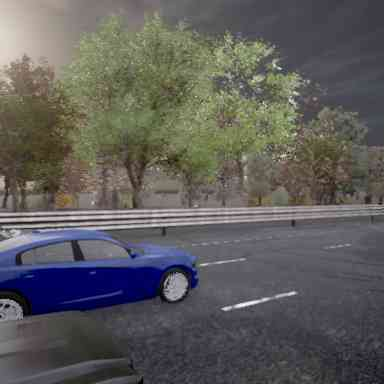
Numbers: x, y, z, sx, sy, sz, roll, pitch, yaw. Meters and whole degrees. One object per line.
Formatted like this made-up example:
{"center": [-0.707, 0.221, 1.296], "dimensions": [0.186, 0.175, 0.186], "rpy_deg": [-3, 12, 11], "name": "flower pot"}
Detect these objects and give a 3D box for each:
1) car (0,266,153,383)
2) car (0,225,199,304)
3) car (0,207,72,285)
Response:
{"center": [-2.647, 1.587, 2.083], "dimensions": [4.718, 1.301, 1.895], "rpy_deg": [1, 0, -34], "name": "car"}
{"center": [-2.178, 1.485, 6.574], "dimensions": [5.008, 1.535, 1.882], "rpy_deg": [1, 0, -33], "name": "car"}
{"center": [-5.685, 1.337, 8.458], "dimensions": [4.553, 1.767, 2.097], "rpy_deg": [1, 0, -33], "name": "car"}
